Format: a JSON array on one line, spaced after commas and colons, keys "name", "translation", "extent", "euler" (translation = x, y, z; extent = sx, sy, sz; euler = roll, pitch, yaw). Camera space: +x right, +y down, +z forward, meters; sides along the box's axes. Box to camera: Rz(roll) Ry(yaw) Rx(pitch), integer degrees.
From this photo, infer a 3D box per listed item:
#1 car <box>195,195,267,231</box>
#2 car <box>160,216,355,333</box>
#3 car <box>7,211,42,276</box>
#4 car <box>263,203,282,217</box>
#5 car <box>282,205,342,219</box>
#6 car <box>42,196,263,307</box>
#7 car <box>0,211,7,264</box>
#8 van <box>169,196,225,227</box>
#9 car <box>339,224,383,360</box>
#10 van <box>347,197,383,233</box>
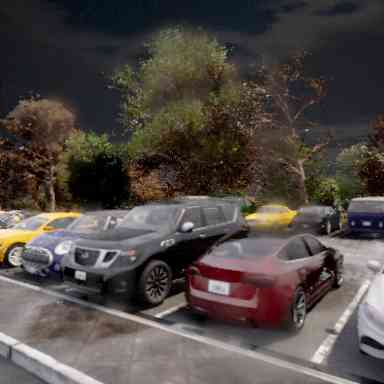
[{"name": "car", "translation": [2.780, 1.255, 22.390], "extent": [2.435, 2.045, 5.566], "euler": [-1, 0, 36]}, {"name": "car", "translation": [1.771, 1.519, 7.038], "extent": [2.163, 1.488, 4.792], "euler": [0, 0, 36]}, {"name": "car", "translation": [-2.743, 1.374, 10.265], "extent": [2.185, 1.767, 4.553], "euler": [0, 0, 36]}, {"name": "car", "translation": [4.910, 1.494, 20.607], "extent": [1.946, 1.575, 5.366], "euler": [0, 0, 36]}, {"name": "car", "translation": [7.265, 1.493, 19.143], "extent": [2.231, 1.521, 4.892], "euler": [0, 0, 36]}, {"name": "car", "translation": [-0.522, 1.242, 8.605], "extent": [2.435, 2.045, 5.566], "euler": [0, 0, 36]}, {"name": "car", "translation": [-5.016, 1.510, 11.859], "extent": [2.097, 1.535, 5.008], "euler": [0, 0, 36]}, {"name": "van", "translation": [0.479, 1.302, 24.144], "extent": [1.878, 1.987, 4.442], "euler": [-1, 0, 36]}, {"name": "car", "translation": [4.014, 1.526, 5.402], "extent": [2.002, 1.452, 4.674], "euler": [0, 0, 36]}, {"name": "van", "translation": [9.591, 1.262, 17.633], "extent": [1.878, 1.987, 4.442], "euler": [0, 0, 36]}]
